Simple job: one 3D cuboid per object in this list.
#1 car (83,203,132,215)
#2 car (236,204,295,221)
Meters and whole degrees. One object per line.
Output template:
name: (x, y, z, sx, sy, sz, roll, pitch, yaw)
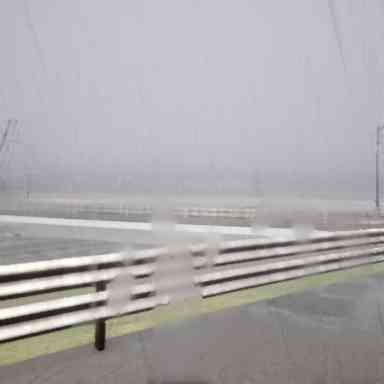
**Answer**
car: (-8.164, 1.709, 32.541, 4.718, 1.301, 1.895, 1, -1, 19)
car: (6.236, 1.828, 28.445, 4.902, 1.511, 2.128, 1, 0, 13)
